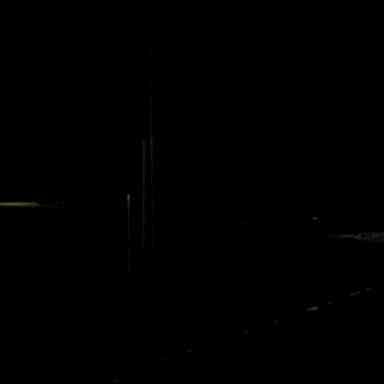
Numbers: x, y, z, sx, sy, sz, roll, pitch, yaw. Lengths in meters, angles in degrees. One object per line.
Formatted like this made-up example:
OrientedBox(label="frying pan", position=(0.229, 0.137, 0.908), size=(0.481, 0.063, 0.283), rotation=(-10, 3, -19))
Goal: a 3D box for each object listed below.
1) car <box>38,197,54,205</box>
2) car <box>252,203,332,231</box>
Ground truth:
OrientedBox(label="car", position=(-25.137, 1.705, 57.112), size=(1.837, 1.490, 4.892), rotation=(0, 0, -40))
OrientedBox(label="car", position=(6.033, 1.469, 20.578), size=(1.882, 1.535, 5.008), rotation=(0, 0, -40))
